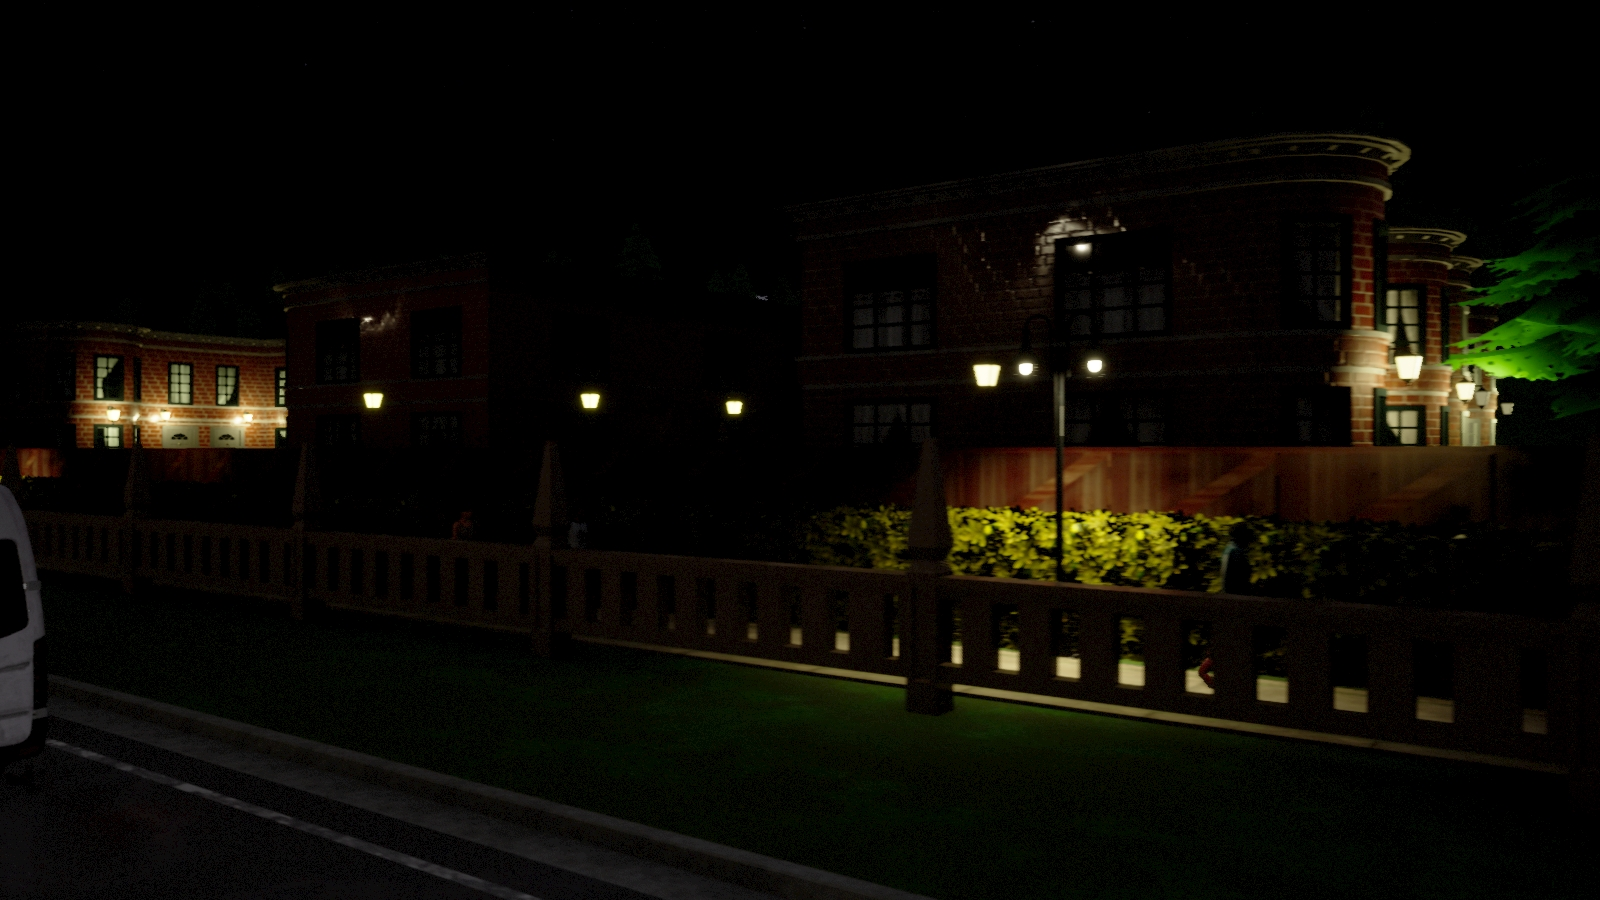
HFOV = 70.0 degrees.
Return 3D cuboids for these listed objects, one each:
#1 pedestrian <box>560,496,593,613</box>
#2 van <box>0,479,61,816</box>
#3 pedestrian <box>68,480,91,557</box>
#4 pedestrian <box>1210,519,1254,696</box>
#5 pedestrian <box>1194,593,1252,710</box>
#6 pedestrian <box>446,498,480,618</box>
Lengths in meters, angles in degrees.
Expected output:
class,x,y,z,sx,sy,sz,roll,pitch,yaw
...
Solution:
class,x,y,z,sx,sy,sz,roll,pitch,yaw
pedestrian,-3.649,1.694,18.657,0.375,1.860,0.375,0,0,37
van,-8.898,1.532,10.011,5.915,2.561,1.988,0,0,35
pedestrian,-17.886,1.692,28.371,0.375,1.860,0.375,0,0,35
pedestrian,4.701,1.694,12.434,0.375,1.860,0.375,0,0,33
pedestrian,4.400,2.076,11.873,0.500,1.100,0.500,0,0,28
pedestrian,-5.334,1.694,18.083,0.375,1.860,0.375,0,0,35
